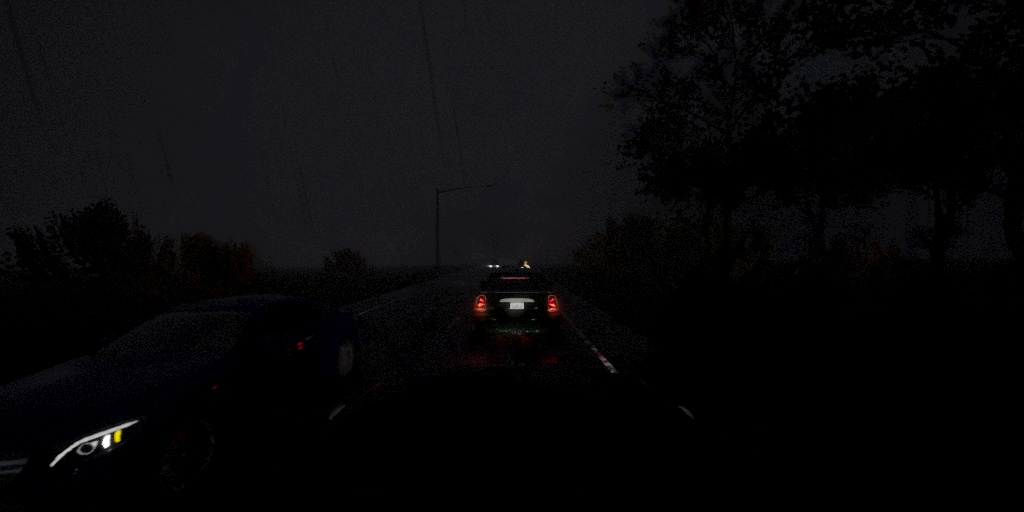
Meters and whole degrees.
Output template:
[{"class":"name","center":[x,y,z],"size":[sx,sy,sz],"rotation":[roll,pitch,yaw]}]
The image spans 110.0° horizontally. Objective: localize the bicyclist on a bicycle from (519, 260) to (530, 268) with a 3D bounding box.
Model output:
[{"class":"bicyclist on a bicycle","center":[0.972,1.177,25.710],"size":[0.866,1.612,1.509],"rotation":[0,0,1]}]

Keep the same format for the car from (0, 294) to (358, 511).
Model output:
[{"class":"car","center":[-3.585,1.275,4.538],"size":[1.812,1.442,4.674],"rotation":[0,0,0]}]

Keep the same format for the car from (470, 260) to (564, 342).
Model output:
[{"class":"car","center":[0.112,1.099,9.888],"size":[2.097,1.767,4.553],"rotation":[0,0,0]}]
